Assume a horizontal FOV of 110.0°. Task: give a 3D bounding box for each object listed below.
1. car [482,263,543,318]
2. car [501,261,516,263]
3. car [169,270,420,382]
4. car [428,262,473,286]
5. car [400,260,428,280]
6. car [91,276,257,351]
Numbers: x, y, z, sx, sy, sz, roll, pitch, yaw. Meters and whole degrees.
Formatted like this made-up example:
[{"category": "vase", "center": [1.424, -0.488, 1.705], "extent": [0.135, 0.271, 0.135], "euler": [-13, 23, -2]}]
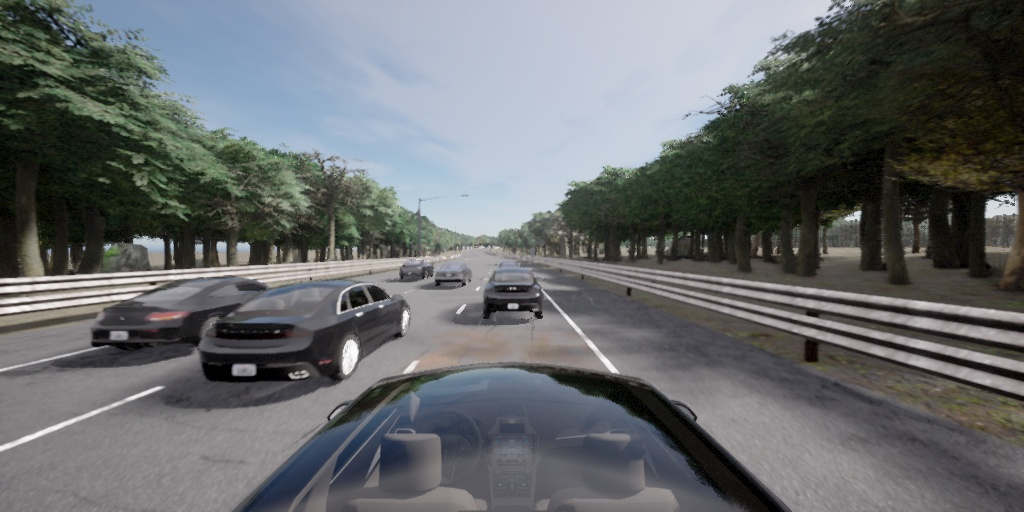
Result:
[{"category": "car", "center": [0.015, 1.157, 12.565], "extent": [1.837, 1.490, 4.892], "euler": [0, 0, 0]}, {"category": "car", "center": [-0.242, 1.075, 28.301], "extent": [1.994, 1.385, 4.181], "euler": [0, 1, -1]}, {"category": "car", "center": [-3.467, 1.209, 7.098], "extent": [1.837, 1.490, 4.892], "euler": [0, 1, 1]}, {"category": "car", "center": [-3.648, 1.109, 22.953], "extent": [2.033, 1.411, 5.357], "euler": [0, 1, -1]}, {"category": "car", "center": [-7.230, 1.012, 27.682], "extent": [2.128, 1.511, 4.902], "euler": [0, 1, -1]}, {"category": "car", "center": [-6.965, 1.216, 8.662], "extent": [1.812, 1.442, 4.674], "euler": [0, 1, 0]}]
